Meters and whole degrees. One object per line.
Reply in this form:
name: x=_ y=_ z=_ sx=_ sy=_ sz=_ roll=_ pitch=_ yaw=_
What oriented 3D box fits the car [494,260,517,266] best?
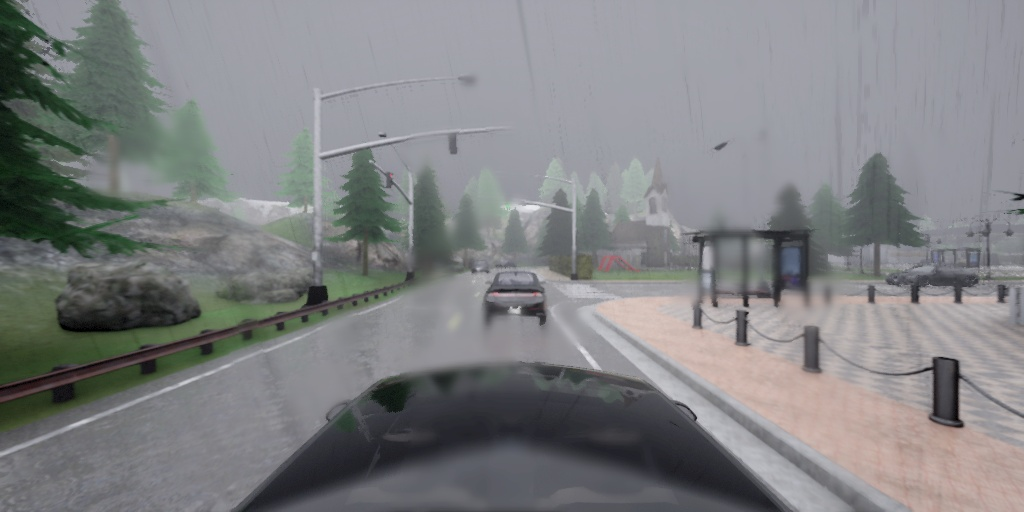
car: x=-0.982 y=1.329 z=58.575 sx=2.033 sy=1.411 sz=5.357 roll=0 pitch=0 yaw=25

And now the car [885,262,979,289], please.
car: x=26.567 y=1.272 z=22.748 sx=4.674 sy=1.442 sz=1.812 roll=0 pitch=0 yaw=0

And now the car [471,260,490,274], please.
car: x=-3.536 y=1.263 z=40.922 sx=2.128 sy=1.511 sz=4.902 roll=0 pitch=0 yaw=1

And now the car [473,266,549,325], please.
car: x=0.133 y=1.247 z=11.814 sx=2.128 sy=1.511 sz=4.902 roll=0 pitch=0 yaw=1
